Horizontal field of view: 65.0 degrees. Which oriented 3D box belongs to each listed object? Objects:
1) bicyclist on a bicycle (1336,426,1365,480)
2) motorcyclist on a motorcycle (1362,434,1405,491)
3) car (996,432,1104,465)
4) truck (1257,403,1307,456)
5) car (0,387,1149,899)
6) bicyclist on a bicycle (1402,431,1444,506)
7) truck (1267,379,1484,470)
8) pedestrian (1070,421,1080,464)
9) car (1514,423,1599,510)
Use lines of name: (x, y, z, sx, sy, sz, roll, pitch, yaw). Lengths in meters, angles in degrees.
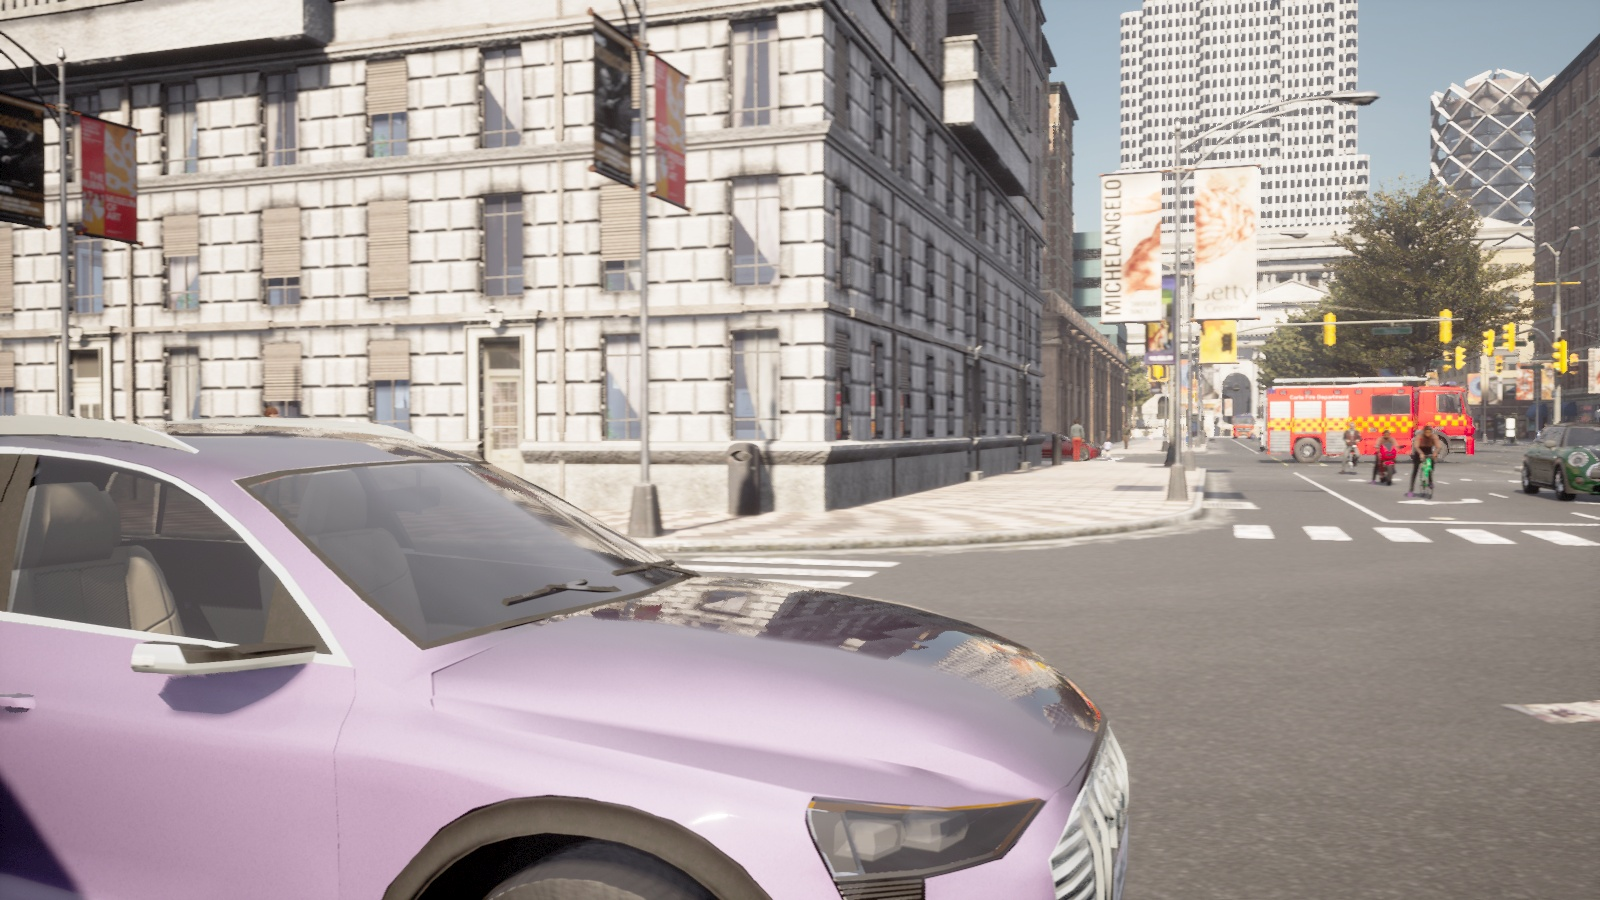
bicyclist on a bicycle: (18.397, 0.094, 41.993, 0.659, 1.776, 1.843, 0, 1, 16)
motorcyclist on a motorcycle: (15.998, 0.317, 34.471, 0.797, 1.523, 2.044, 1, 1, 18)
car: (11.991, -0.092, 60.190, 4.792, 1.488, 2.163, 1, 1, 20)
truck: (32.724, -1.401, 85.461, 2.891, 3.462, 7.936, 1, 1, 19)
car: (-1.547, 0.691, 3.713, 4.856, 1.649, 2.033, 1, 1, 19)
bicyclist on a bicycle: (13.875, 0.383, 27.981, 0.582, 1.620, 1.656, 1, 1, 18)
truck: (25.420, -1.139, 55.966, 8.468, 3.827, 2.891, 1, 1, 18)
pedestrian: (11.736, -0.331, 53.612, 0.353, 1.847, 0.614, 0, 1, 16)
car: (17.465, 0.307, 27.695, 2.097, 1.767, 4.553, 1, 1, 18)
